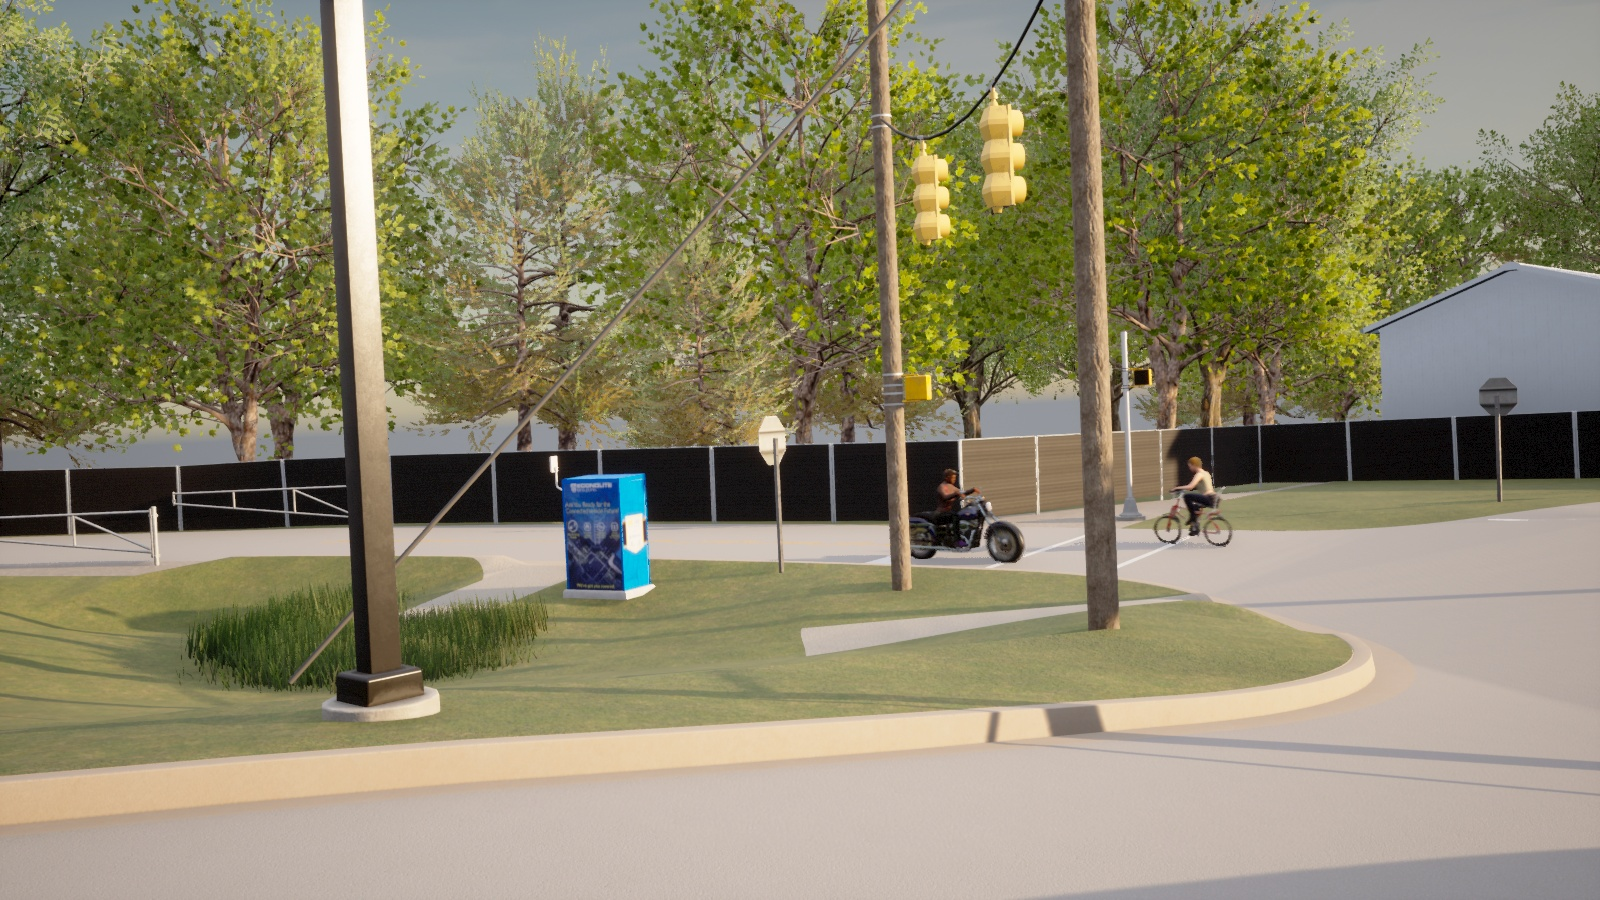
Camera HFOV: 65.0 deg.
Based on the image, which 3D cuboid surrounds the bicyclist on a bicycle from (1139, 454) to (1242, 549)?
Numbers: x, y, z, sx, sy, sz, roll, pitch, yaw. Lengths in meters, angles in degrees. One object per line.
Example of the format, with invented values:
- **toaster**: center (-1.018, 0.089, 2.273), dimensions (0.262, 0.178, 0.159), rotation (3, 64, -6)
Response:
- **bicyclist on a bicycle**: center (7.067, 0.900, 22.770), dimensions (1.509, 1.612, 0.866), rotation (0, 4, 43)

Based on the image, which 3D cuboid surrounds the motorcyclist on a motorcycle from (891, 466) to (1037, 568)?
- **motorcyclist on a motorcycle**: center (2.824, 1.125, 21.762), dimensions (2.350, 1.649, 0.766), rotation (-1, 3, 35)
